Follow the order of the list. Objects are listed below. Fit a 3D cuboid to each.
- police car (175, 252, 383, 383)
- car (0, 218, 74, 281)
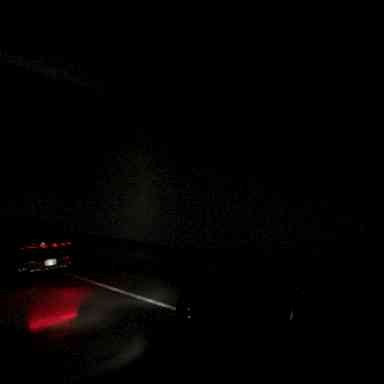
[{"bbox_3d":[1.995,1.512,3.659,5.238,1.638,1.930,0,-1,41],"label":"police car"},{"bbox_3d":[-5.455,1.558,10.163,4.892,1.490,1.837,0,-1,41],"label":"car"}]
